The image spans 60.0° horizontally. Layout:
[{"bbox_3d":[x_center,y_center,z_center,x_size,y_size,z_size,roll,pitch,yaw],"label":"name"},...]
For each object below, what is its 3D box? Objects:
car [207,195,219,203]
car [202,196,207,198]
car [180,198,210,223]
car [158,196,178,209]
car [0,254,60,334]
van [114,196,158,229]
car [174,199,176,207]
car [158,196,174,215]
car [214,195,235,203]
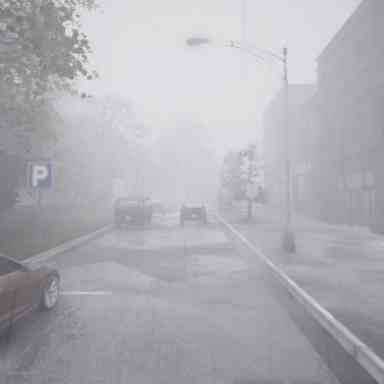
[{"bbox_3d":[3.413,1.429,65.717,2.231,1.521,4.892,-2,-1,29],"label":"car"},{"bbox_3d":[0.438,1.412,42.650,2.033,1.411,5.357,0,0,5],"label":"car"},{"bbox_3d":[0.101,1.453,25.073,1.882,1.535,5.008,0,0,0],"label":"car"},{"bbox_3d":[-3.160,1.367,44.168,2.097,1.535,5.008,0,0,2],"label":"car"},{"bbox_3d":[-3.647,1.514,4.700,2.163,1.488,4.792,0,0,2],"label":"car"},{"bbox_3d":[-3.626,1.243,21.504,1.878,1.987,4.442,1,0,2],"label":"van"},{"bbox_3d":[-3.402,1.272,38.466,2.185,1.767,4.553,-1,1,2],"label":"car"},{"bbox_3d":[-3.403,1.431,32.757,2.231,1.521,4.892,0,0,2],"label":"car"},{"bbox_3d":[6.852,1.486,70.463,2.097,1.535,5.008,-3,-3,36],"label":"car"}]
